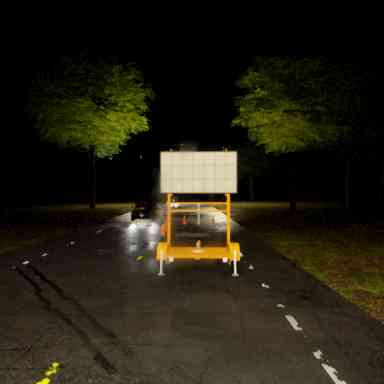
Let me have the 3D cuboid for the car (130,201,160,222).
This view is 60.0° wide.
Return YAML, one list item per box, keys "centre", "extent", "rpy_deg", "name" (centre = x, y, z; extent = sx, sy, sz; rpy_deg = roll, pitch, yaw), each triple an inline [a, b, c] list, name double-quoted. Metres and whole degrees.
- centre: [-3.629, 1.499, 26.370]
  extent: [1.837, 1.490, 4.892]
  rpy_deg: [0, 0, 0]
  name: "car"

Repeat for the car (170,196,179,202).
- centre: [-3.597, 1.552, 66.780]
  extent: [2.128, 1.511, 4.902]
  rpy_deg: [0, 0, 1]
  name: "car"

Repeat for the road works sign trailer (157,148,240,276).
- centre: [0.209, 0.459, 10.337]
  extent: [2.380, 3.560, 2.880]
  rpy_deg: [0, 0, 2]
  name: "road works sign trailer"
